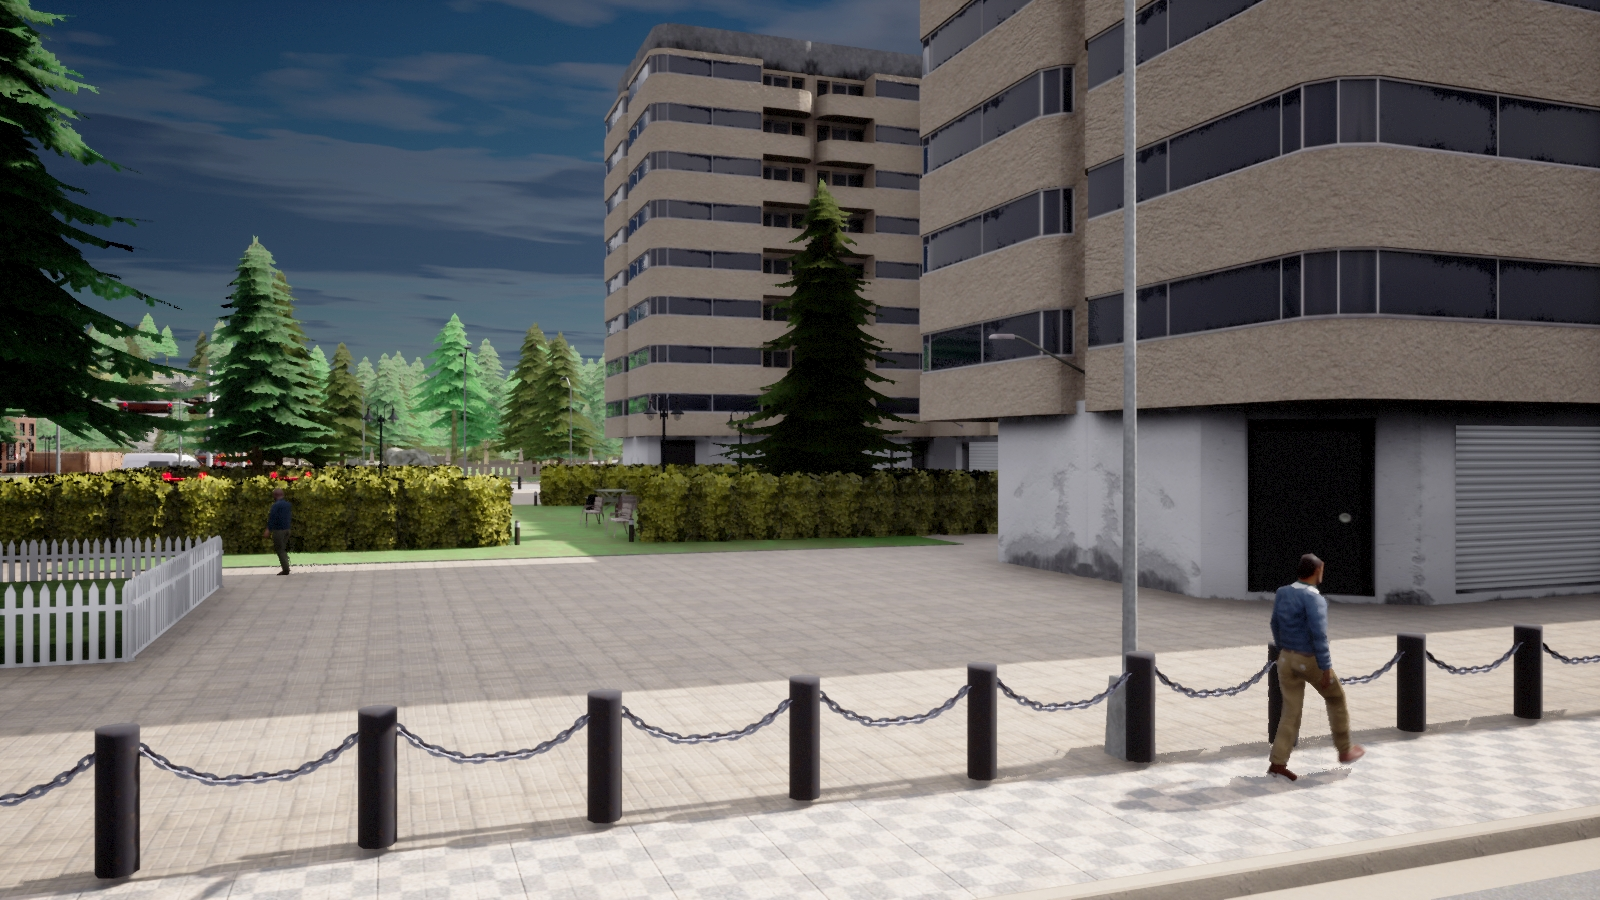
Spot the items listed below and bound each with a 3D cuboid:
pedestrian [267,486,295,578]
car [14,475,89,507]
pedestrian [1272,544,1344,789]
[{"bbox_3d":[-10.738,1.687,23.650,0.375,1.860,0.375,0,0,15],"label":"pedestrian"},{"bbox_3d":[-38.243,2.063,58.523,2.163,1.488,4.792,0,0,-20],"label":"car"},{"bbox_3d":[4.046,1.699,9.108,0.375,1.860,0.375,0,0,-22],"label":"pedestrian"}]
